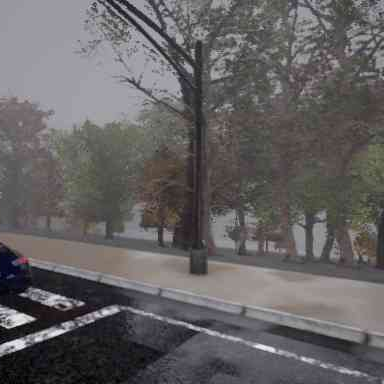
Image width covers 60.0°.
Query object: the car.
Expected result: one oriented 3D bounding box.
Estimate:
[{"bbox_3d":[-5.528,1.594,7.628,4.181,1.385,1.994,0,0,36],"label":"car"}]
